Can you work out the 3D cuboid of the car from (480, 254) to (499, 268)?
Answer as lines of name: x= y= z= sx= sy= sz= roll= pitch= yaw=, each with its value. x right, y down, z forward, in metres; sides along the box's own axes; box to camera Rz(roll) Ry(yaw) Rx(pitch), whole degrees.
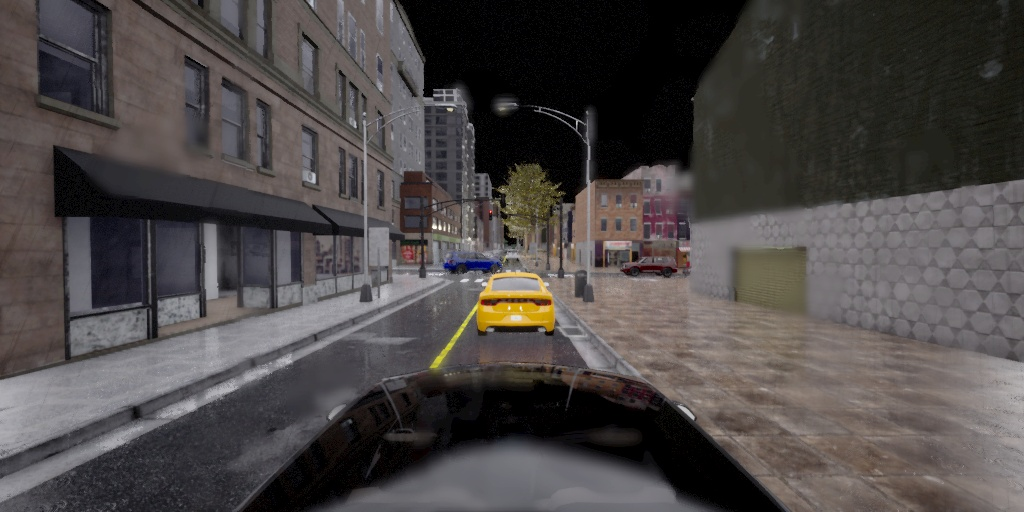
car: x=-2.820 y=0.615 z=45.972 sx=2.128 sy=1.511 sz=4.902 roll=0 pitch=2 yaw=1

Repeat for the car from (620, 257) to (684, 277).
car: x=12.716 y=0.954 z=33.384 sx=5.009 sy=1.841 sz=2.192 roll=0 pitch=0 yaw=0

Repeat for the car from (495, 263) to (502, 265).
car: x=0.076 y=1.250 z=19.856 sx=1.895 sy=1.301 sz=4.718 roll=0 pitch=1 yaw=0

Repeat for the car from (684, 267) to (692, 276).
car: x=18.119 y=1.298 z=33.391 sx=4.207 sy=1.307 sz=1.802 roll=0 pitch=0 yaw=0

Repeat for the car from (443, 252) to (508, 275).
car: x=-3.575 y=0.636 z=33.033 sx=5.566 sy=2.045 sz=2.150 roll=0 pitch=1 yaw=-30

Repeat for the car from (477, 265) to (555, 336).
car: x=0.100 y=1.206 z=10.414 sx=1.882 sy=1.535 sz=5.008 roll=0 pitch=0 yaw=0

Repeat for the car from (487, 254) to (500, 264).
car: x=-2.821 y=0.444 z=55.813 sx=1.895 sy=1.301 sz=4.718 roll=0 pitch=2 yaw=0
